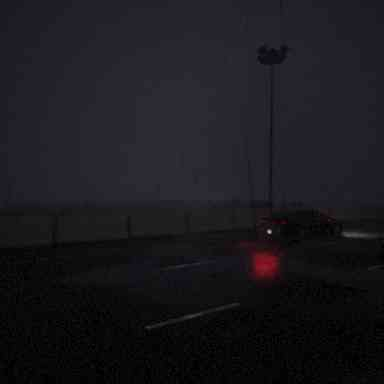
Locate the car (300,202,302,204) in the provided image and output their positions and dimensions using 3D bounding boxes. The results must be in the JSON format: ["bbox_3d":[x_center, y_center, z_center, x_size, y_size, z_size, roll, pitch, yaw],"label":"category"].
[{"bbox_3d":[9.959,1.641,32.752,4.181,1.385,1.994,1,0,-36],"label":"car"}]

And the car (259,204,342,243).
[{"bbox_3d":[5.431,1.526,16.301,4.892,1.490,1.837,0,0,-36],"label":"car"}]

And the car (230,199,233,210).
[{"bbox_3d":[6.523,1.555,34.590,4.902,1.511,2.128,1,0,-36],"label":"car"}]

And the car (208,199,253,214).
[{"bbox_3d":[4.334,1.540,37.326,5.008,1.535,1.882,1,0,-36],"label":"car"}]

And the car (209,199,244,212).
[{"bbox_3d":[4.335,1.646,41.639,4.181,1.385,1.994,1,0,-36],"label":"car"}]
